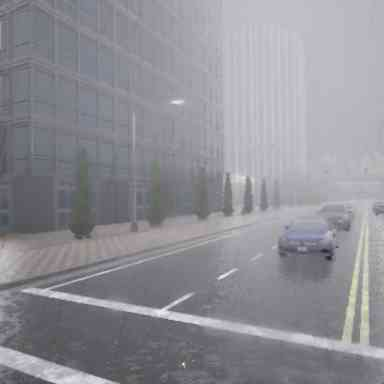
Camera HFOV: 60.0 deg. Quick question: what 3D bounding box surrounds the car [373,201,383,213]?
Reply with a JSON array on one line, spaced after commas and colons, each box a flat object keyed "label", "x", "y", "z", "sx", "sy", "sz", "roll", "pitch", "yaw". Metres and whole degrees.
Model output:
[{"label": "car", "x": 25.456, "y": 1.989, "z": 44.719, "sx": 1.994, "sy": 1.385, "sz": 4.181, "roll": -1, "pitch": -1, "yaw": 28}]

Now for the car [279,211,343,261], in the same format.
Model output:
[{"label": "car", "x": 4.852, "y": 1.715, "z": 13.462, "sx": 1.812, "sy": 1.442, "sz": 4.674, "roll": -1, "pitch": -1, "yaw": 28}]

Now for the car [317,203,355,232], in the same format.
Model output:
[{"label": "car", "x": 9.584, "y": 1.624, "z": 22.437, "sx": 2.097, "sy": 1.767, "sz": 4.553, "roll": -1, "pitch": -1, "yaw": 28}]

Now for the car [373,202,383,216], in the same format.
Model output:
[{"label": "car", "x": 21.146, "y": 1.840, "z": 36.474, "sx": 2.128, "sy": 1.511, "sz": 4.902, "roll": -1, "pitch": -1, "yaw": 28}]
